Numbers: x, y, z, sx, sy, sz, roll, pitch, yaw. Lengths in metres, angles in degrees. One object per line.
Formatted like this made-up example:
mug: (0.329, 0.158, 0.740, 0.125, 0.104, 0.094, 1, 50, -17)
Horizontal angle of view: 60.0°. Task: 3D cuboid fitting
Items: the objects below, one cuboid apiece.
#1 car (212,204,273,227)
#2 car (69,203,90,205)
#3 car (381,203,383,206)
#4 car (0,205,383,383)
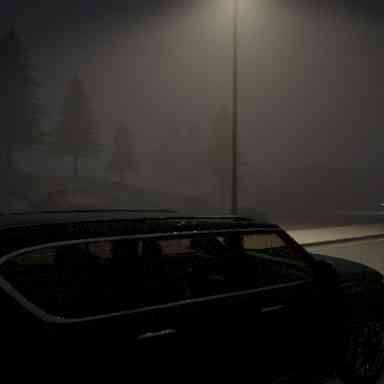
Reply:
car: (3.779, 1.661, 24.546, 4.181, 1.385, 1.994, 0, 0, -34)
car: (-7.528, 1.494, 21.256, 5.008, 1.535, 1.882, 0, 0, -33)
car: (27.165, 1.703, 44.219, 4.718, 1.301, 1.895, 0, 0, -34)
car: (0.030, 1.230, 3.716, 5.566, 2.045, 2.150, 1, 0, -34)
